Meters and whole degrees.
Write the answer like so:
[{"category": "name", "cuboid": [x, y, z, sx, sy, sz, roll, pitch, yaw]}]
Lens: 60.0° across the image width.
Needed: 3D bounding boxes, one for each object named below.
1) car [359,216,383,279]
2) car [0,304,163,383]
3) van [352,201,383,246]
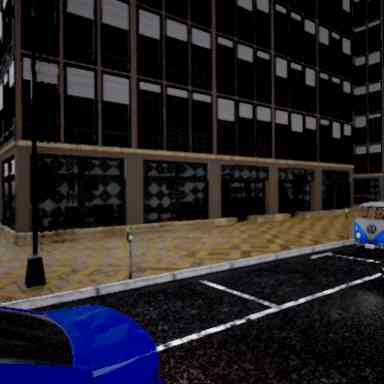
[{"category": "car", "cuboid": [6.456, 1.385, 8.100, 4.902, 1.511, 2.128, -1, 0, -36]}, {"category": "car", "cuboid": [-2.494, 1.510, 1.568, 5.008, 1.535, 1.882, -1, 0, -36]}, {"category": "van", "cuboid": [7.453, 1.209, 12.030, 3.998, 1.788, 1.690, -1, 0, -36]}]
